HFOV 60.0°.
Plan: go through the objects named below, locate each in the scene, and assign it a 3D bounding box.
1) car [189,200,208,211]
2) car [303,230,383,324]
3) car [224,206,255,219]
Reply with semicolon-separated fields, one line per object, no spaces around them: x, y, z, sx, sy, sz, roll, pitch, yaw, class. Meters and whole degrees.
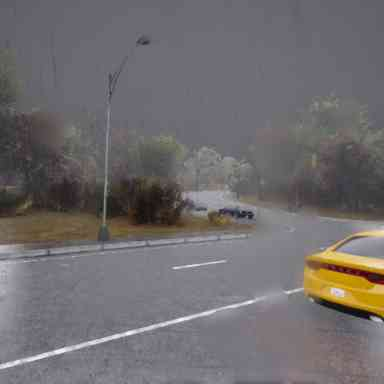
0.770;1.864;46.382;1.837;1.490;4.892;2;2;-17;car
4.431;1.544;6.915;5.008;1.535;1.882;1;-1;-35;car
4.706;2.145;35.463;1.895;1.301;4.718;3;-1;-22;car
